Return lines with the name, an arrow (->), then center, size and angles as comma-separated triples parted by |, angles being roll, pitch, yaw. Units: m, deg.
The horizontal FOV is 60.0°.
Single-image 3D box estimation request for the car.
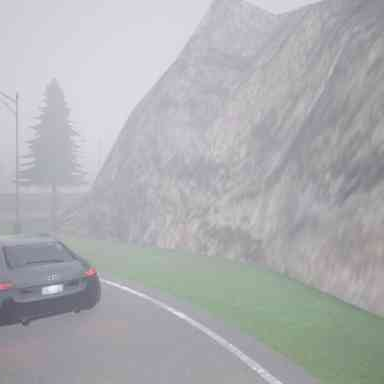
car -> -3.587, 1.564, 6.974 | 1.994, 1.385, 4.181 | 0, 0, -41
